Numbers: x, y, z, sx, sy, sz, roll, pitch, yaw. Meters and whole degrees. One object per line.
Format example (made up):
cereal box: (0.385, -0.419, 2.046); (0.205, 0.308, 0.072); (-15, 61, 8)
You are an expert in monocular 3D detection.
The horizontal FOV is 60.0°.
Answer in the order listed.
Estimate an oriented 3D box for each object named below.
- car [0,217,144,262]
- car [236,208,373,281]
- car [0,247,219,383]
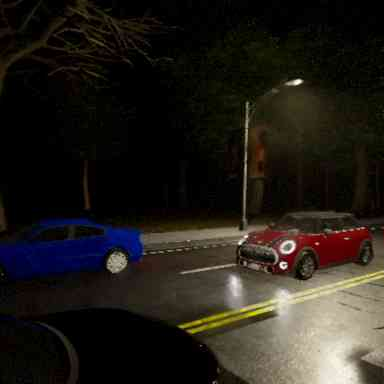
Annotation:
car: (-3.753, 1.489, 8.989); (5.008, 1.535, 1.882); (0, 0, -35)
car: (3.501, 1.408, 10.156); (4.553, 1.767, 2.097); (1, 0, -35)
car: (-2.035, 1.474, 1.990); (5.008, 1.535, 1.882); (0, 0, -35)
